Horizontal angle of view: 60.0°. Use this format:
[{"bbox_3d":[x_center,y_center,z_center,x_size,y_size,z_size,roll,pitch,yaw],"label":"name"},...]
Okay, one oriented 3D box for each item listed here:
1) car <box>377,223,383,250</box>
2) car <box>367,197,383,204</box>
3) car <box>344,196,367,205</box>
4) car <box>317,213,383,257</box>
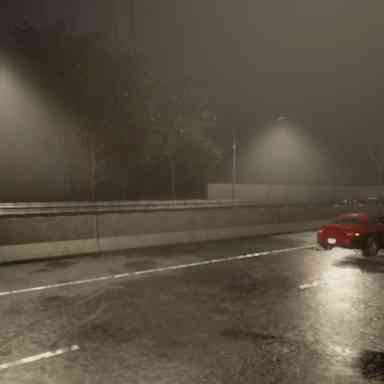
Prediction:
[{"bbox_3d":[7.046,1.572,8.815,4.181,1.385,1.994,0,0,-35],"label":"car"},{"bbox_3d":[29.119,1.581,50.491,4.892,1.490,1.837,0,0,-35],"label":"car"},{"bbox_3d":[26.098,1.427,52.636,4.553,1.767,2.097,0,0,-35],"label":"car"},{"bbox_3d":[6.742,1.537,12.885,4.674,1.442,1.812,0,0,-35],"label":"car"}]
